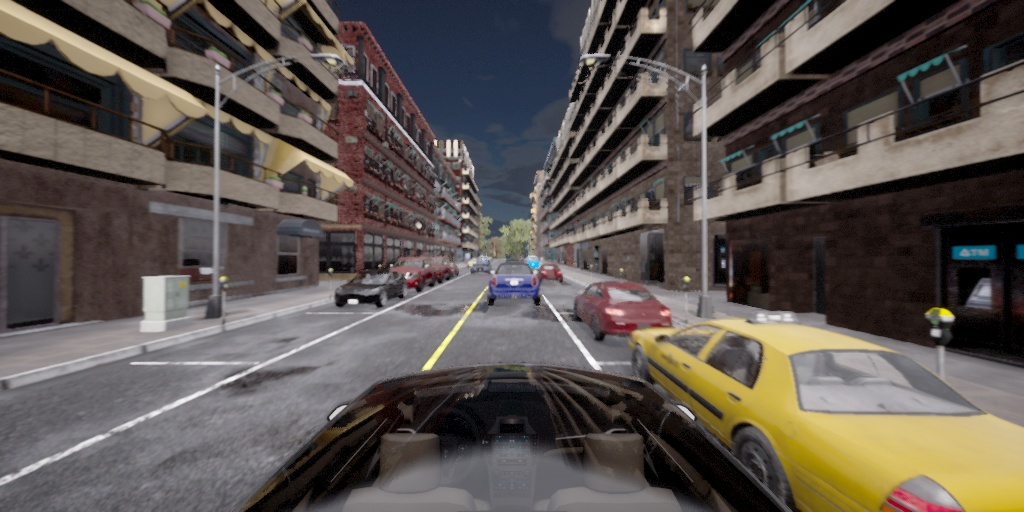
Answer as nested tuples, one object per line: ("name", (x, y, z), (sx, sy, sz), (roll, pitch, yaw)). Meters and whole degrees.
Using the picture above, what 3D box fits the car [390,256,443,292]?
("car", (-5.694, 0.969, 20.582), (2.192, 1.841, 5.009), (0, 0, 0))

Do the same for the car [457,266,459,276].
("car", (-5.697, 1.180, 31.725), (1.802, 1.307, 4.207), (0, 0, 0))

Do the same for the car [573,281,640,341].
("car", (2.689, 1.293, 9.404), (1.802, 1.307, 4.207), (0, 0, 0))

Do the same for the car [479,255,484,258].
("car", (-5.703, 1.012, 53.839), (1.751, 1.417, 4.829), (0, 0, 0))

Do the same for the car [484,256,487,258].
("car", (-5.705, 1.024, 59.580), (1.948, 1.339, 4.313), (0, 0, 0))

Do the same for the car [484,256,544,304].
("car", (0.091, 1.030, 15.896), (2.097, 1.767, 4.553), (0, 0, 0))

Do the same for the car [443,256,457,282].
("car", (-5.696, 0.941, 26.154), (2.192, 1.841, 5.009), (0, 0, 0))

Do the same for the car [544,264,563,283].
("car", (2.684, 1.209, 26.117), (1.802, 1.307, 4.207), (0, 0, 0))

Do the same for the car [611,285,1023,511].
("car", (2.690, 1.265, 4.002), (1.751, 1.417, 4.829), (0, 0, 0))

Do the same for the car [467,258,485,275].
("car", (-3.032, 1.140, 36.350), (1.994, 1.385, 4.181), (0, 0, 1))

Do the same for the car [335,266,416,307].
("car", (-5.693, 1.248, 15.012), (1.948, 1.339, 4.313), (0, 0, 0))
